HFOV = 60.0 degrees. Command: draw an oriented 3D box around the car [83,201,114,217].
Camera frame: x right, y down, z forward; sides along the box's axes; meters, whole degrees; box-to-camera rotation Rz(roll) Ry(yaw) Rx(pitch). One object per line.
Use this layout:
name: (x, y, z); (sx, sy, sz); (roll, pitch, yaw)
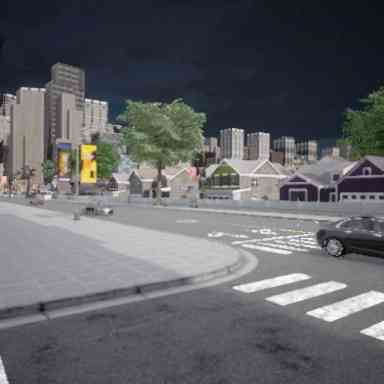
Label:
car: (-9.596, 1.639, 33.971); (2.128, 1.511, 4.902); (0, 0, -35)

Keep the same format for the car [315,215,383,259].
car: (6.571, 1.583, 11.114); (1.837, 1.490, 4.892); (0, 0, -35)

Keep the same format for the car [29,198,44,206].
car: (-28.179, 1.798, 60.246); (2.033, 1.411, 5.357); (0, 0, -35)
